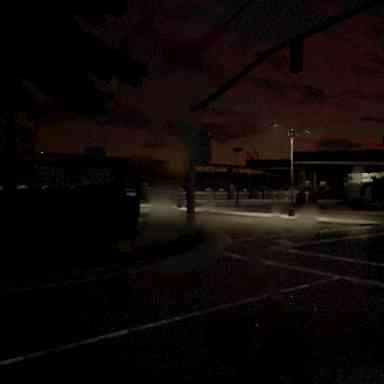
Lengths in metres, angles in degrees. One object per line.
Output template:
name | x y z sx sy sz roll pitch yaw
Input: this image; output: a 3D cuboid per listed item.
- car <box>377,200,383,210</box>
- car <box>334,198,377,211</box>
car | 24.986 1.770 46.945 1.970 1.475 3.806 0 0 -35
car | 20.723 1.571 43.020 2.242 1.667 4.611 0 0 -35
